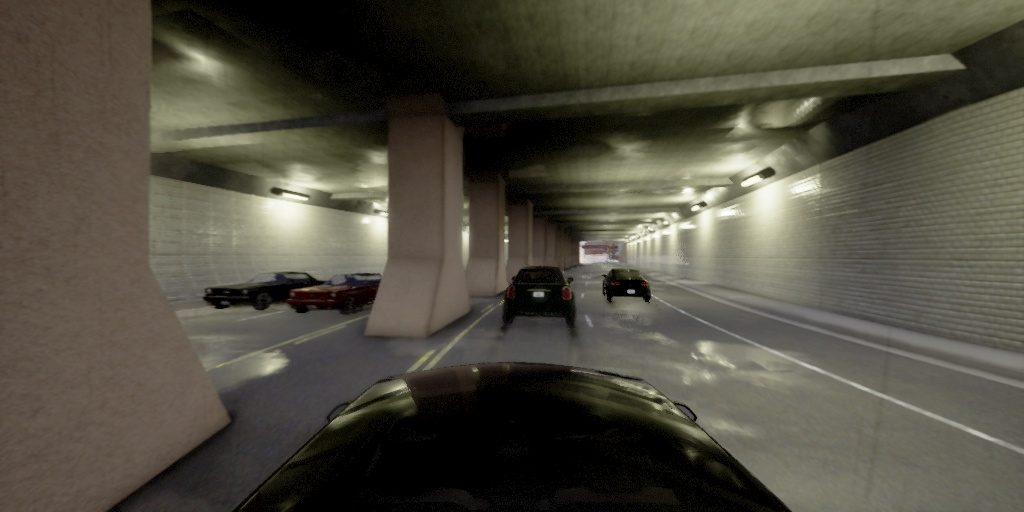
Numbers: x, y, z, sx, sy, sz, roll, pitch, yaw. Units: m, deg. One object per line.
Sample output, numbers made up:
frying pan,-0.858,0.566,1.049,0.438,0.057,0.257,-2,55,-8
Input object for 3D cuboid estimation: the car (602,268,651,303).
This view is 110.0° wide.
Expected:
car,5.346,1.303,17.051,1.812,1.442,4.674,0,0,11

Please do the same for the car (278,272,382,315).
car,-6.095,1.320,13.627,1.895,1.301,4.718,0,0,8

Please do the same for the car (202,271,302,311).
car,-9.508,1.303,14.461,1.895,1.301,4.718,0,0,8

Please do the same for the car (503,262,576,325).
car,1.023,1.107,12.191,2.097,1.767,4.553,0,0,7
